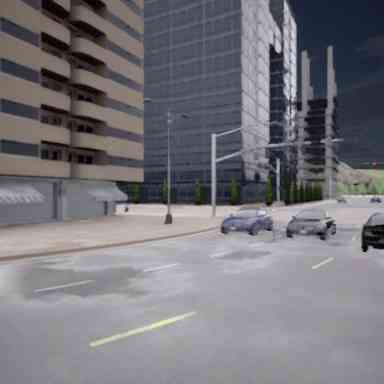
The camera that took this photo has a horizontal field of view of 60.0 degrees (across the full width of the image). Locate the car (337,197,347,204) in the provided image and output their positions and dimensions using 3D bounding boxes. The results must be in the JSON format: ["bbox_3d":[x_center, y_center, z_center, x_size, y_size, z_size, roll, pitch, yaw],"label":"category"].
[{"bbox_3d":[35.130,1.940,77.831,1.837,1.490,4.892,0,0,28],"label":"car"}]

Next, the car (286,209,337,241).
[{"bbox_3d":[6.398,1.629,17.510,1.812,1.442,4.674,0,-1,32],"label":"car"}]

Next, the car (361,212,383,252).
[{"bbox_3d":[8.250,1.553,13.728,1.882,1.535,5.008,0,0,33],"label":"car"}]

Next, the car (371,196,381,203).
[{"bbox_3d":[43.749,1.783,79.073,2.097,1.767,4.553,0,0,28],"label":"car"}]

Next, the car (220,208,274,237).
[{"bbox_3d":[3.331,1.645,19.190,1.812,1.442,4.674,0,-1,32],"label":"car"}]
